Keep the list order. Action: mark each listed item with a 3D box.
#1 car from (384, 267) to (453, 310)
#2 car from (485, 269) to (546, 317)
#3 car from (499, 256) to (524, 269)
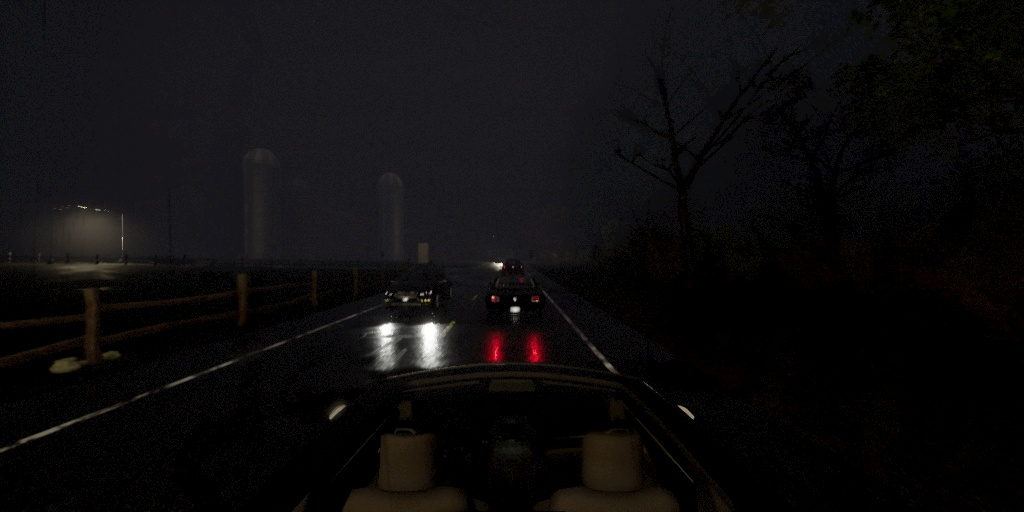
[{"bbox_3d":[-3.600,1.233,14.537,1.837,1.490,4.892,0,0,0],"label":"car"},{"bbox_3d":[0.097,1.330,13.070,1.895,1.301,4.718,0,0,0],"label":"car"},{"bbox_3d":[0.091,1.041,35.127,2.097,1.767,4.553,0,0,0],"label":"car"}]
